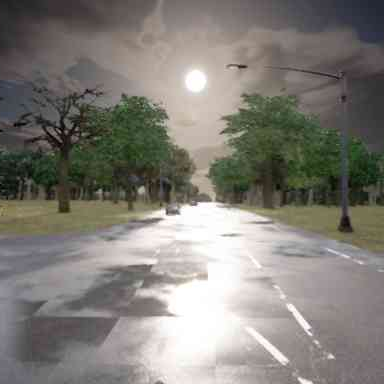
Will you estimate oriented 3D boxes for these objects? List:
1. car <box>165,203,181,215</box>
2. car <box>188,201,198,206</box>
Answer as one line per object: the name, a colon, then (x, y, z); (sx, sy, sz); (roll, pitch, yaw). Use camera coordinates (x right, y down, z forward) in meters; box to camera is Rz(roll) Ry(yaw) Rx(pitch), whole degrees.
car: (-2.379, 2.193, 42.705); (1.837, 1.490, 4.892); (0, -1, 1)
car: (0.348, 2.940, 84.503); (1.994, 1.385, 4.181); (-1, -1, 9)
